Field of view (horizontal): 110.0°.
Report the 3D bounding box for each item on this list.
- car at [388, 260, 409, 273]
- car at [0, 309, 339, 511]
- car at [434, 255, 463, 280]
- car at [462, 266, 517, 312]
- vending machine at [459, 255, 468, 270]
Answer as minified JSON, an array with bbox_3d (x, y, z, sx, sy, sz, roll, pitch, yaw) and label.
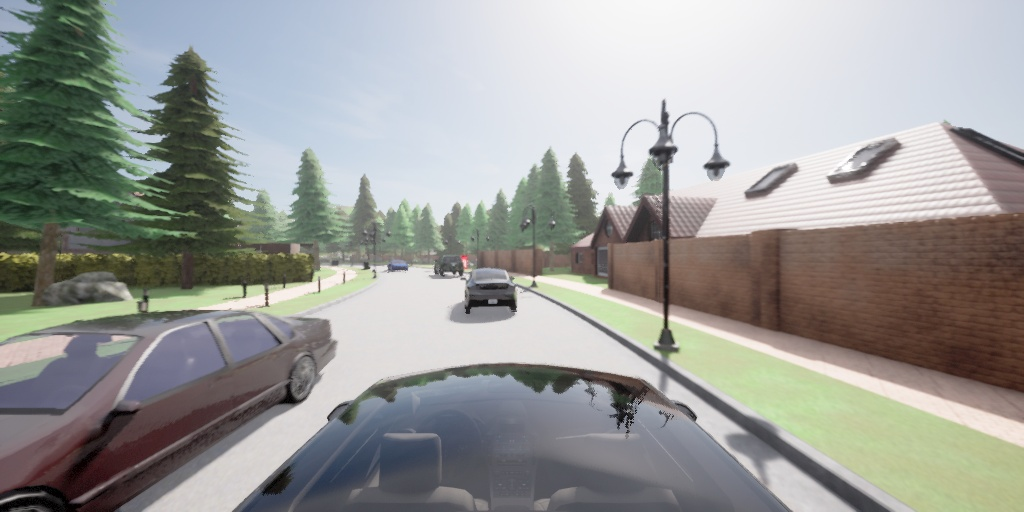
[{"bbox_3d":[-14.034,1.192,44.139,1.882,1.535,5.008,0,0,-26],"label":"car"},{"bbox_3d":[-3.708,1.309,3.553,2.033,1.411,5.357,0,0,-1],"label":"car"},{"bbox_3d":[-6.313,0.923,35.568,2.150,2.045,5.566,0,0,-20],"label":"car"},{"bbox_3d":[-0.937,1.232,14.080,1.837,1.490,4.892,0,0,-7],"label":"car"},{"bbox_3d":[-6.057,0.875,45.071,1.100,2.100,0.880,0,0,-25],"label":"vending machine"}]
